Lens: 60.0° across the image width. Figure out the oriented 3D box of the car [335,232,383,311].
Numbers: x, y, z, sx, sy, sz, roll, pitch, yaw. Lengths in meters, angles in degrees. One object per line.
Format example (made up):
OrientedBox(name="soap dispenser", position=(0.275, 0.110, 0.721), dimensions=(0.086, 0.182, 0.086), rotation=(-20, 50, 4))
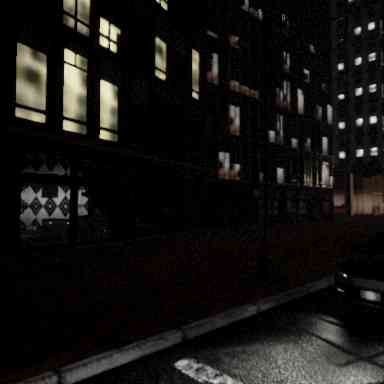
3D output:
OrientedBox(name="car", position=(5.106, 1.693, 7.813), dimensions=(4.902, 1.511, 2.128), rotation=(1, -2, -42))
